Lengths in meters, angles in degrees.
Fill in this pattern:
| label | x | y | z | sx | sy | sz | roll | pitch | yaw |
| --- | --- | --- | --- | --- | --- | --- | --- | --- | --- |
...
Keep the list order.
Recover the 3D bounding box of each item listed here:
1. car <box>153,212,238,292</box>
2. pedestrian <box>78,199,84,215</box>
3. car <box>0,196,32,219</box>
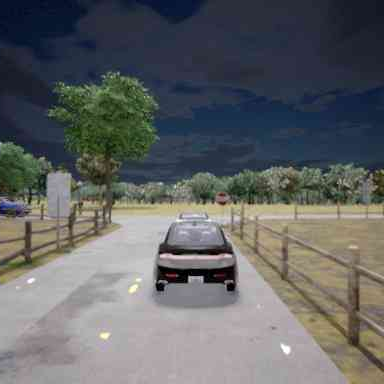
| label | x | y | z | sx | sy | sz | roll | pitch | yaw |
| --- | --- | --- | --- | --- | --- | --- | --- | --- | --- |
| car | 0.082 | 1.529 | 9.012 | 2.128 | 1.511 | 4.902 | 0 | 0 | 0 |
| pedestrian | -12.177 | 1.610 | 36.324 | 0.375 | 1.860 | 0.375 | 0 | -2 | 0 |
| car | -17.647 | 1.384 | 30.340 | 5.566 | 2.045 | 2.150 | 0 | -2 | 0 |
